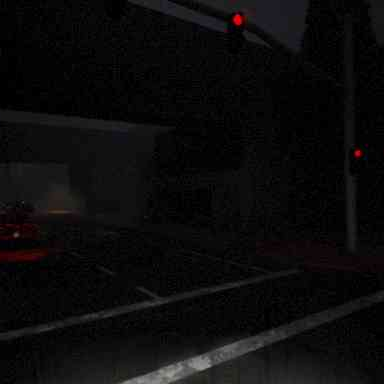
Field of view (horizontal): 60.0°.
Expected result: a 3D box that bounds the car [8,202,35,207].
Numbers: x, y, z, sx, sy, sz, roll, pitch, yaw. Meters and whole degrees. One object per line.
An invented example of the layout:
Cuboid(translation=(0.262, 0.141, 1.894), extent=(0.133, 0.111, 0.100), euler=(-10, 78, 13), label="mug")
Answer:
Cuboid(translation=(-18.652, 1.844, 36.716), extent=(1.882, 1.535, 5.008), euler=(-1, 0, -34), label="car")

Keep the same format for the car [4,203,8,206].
Cuboid(translation=(-24.495, 2.032, 45.478), extent=(2.033, 1.411, 5.357), euler=(-1, 0, -32), label="car")

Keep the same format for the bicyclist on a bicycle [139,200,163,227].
Cuboid(translation=(-2.533, 1.335, 20.639), extent=(1.656, 1.620, 0.582), euler=(-2, 0, -34), label="bicyclist on a bicycle")

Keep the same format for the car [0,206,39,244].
Cuboid(translation=(-8.681, 1.649, 15.876), extent=(1.882, 1.535, 5.008), euler=(-1, 0, -34), label="car")
